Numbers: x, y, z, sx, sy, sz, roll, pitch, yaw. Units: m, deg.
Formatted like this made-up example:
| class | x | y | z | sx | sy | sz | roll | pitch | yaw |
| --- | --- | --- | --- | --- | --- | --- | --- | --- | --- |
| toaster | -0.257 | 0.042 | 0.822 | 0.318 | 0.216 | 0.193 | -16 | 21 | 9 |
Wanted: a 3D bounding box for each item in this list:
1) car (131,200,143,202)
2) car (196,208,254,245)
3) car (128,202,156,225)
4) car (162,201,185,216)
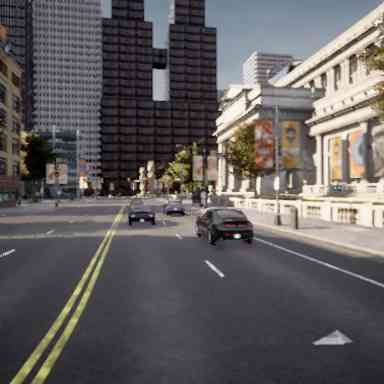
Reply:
| class | x | y | z | sx | sy | sz | roll | pitch | yaw |
| --- | --- | --- | --- | --- | --- | --- | --- | --- | --- |
| car | -6.791 | 1.645 | 41.063 | 2.033 | 1.411 | 5.357 | 0 | 0 | -10 |
| car | 1.397 | 1.517 | 15.720 | 1.837 | 1.490 | 4.892 | 0 | 0 | -10 |
| car | -3.816 | 1.658 | 24.985 | 1.895 | 1.301 | 4.718 | 0 | 0 | -10 |
| car | -1.953 | 1.622 | 34.127 | 1.994 | 1.385 | 4.181 | 0 | 0 | -10 |
